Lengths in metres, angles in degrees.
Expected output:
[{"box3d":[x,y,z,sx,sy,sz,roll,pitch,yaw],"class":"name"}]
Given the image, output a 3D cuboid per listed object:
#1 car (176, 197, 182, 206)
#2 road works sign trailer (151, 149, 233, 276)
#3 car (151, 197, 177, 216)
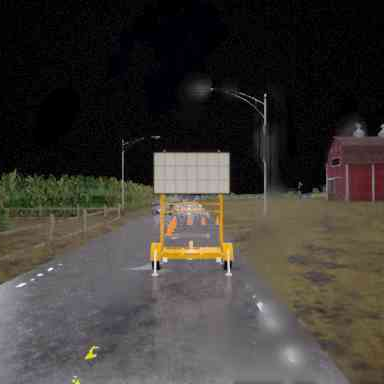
[{"box3d":[-2.838,1.773,60.857,1.837,1.490,4.892,0,-1,0],"class":"car"},{"box3d":[-0.009,0.477,10.395,2.380,3.560,2.880,0,0,0],"class":"road works sign trailer"},{"box3d":[-2.897,1.557,33.108,2.128,1.511,4.902,0,0,0],"class":"car"}]
